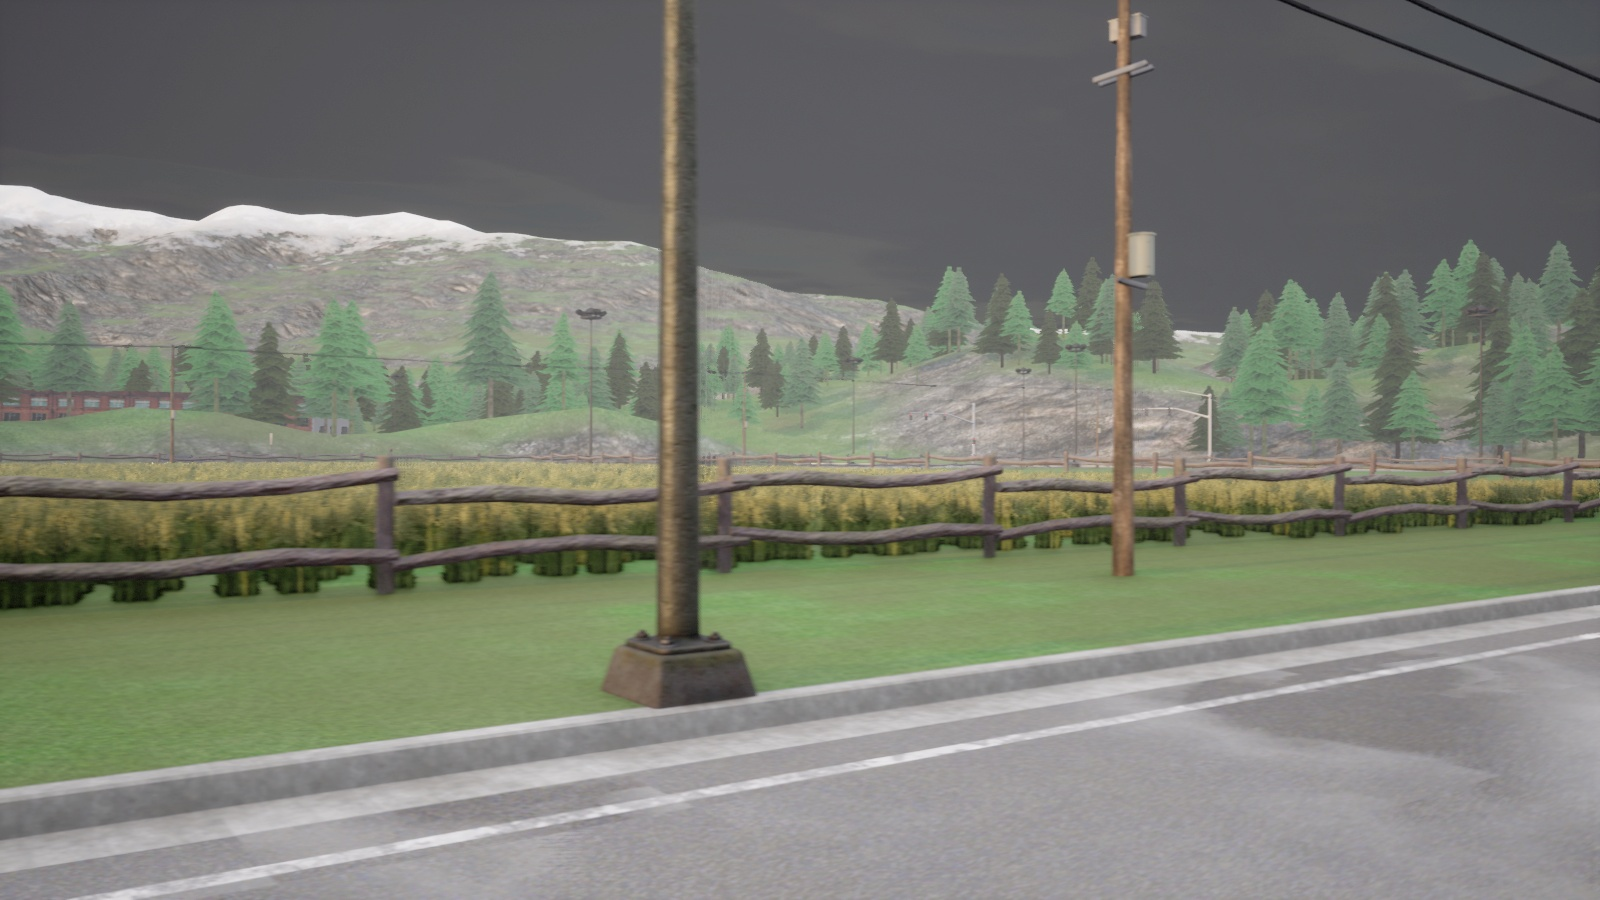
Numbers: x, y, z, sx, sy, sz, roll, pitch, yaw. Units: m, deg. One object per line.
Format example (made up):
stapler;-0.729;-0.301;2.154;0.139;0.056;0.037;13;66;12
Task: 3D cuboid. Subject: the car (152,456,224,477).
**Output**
car;-42.603;1.113;87.437;4.181;1.385;1.994;0;0;-35
